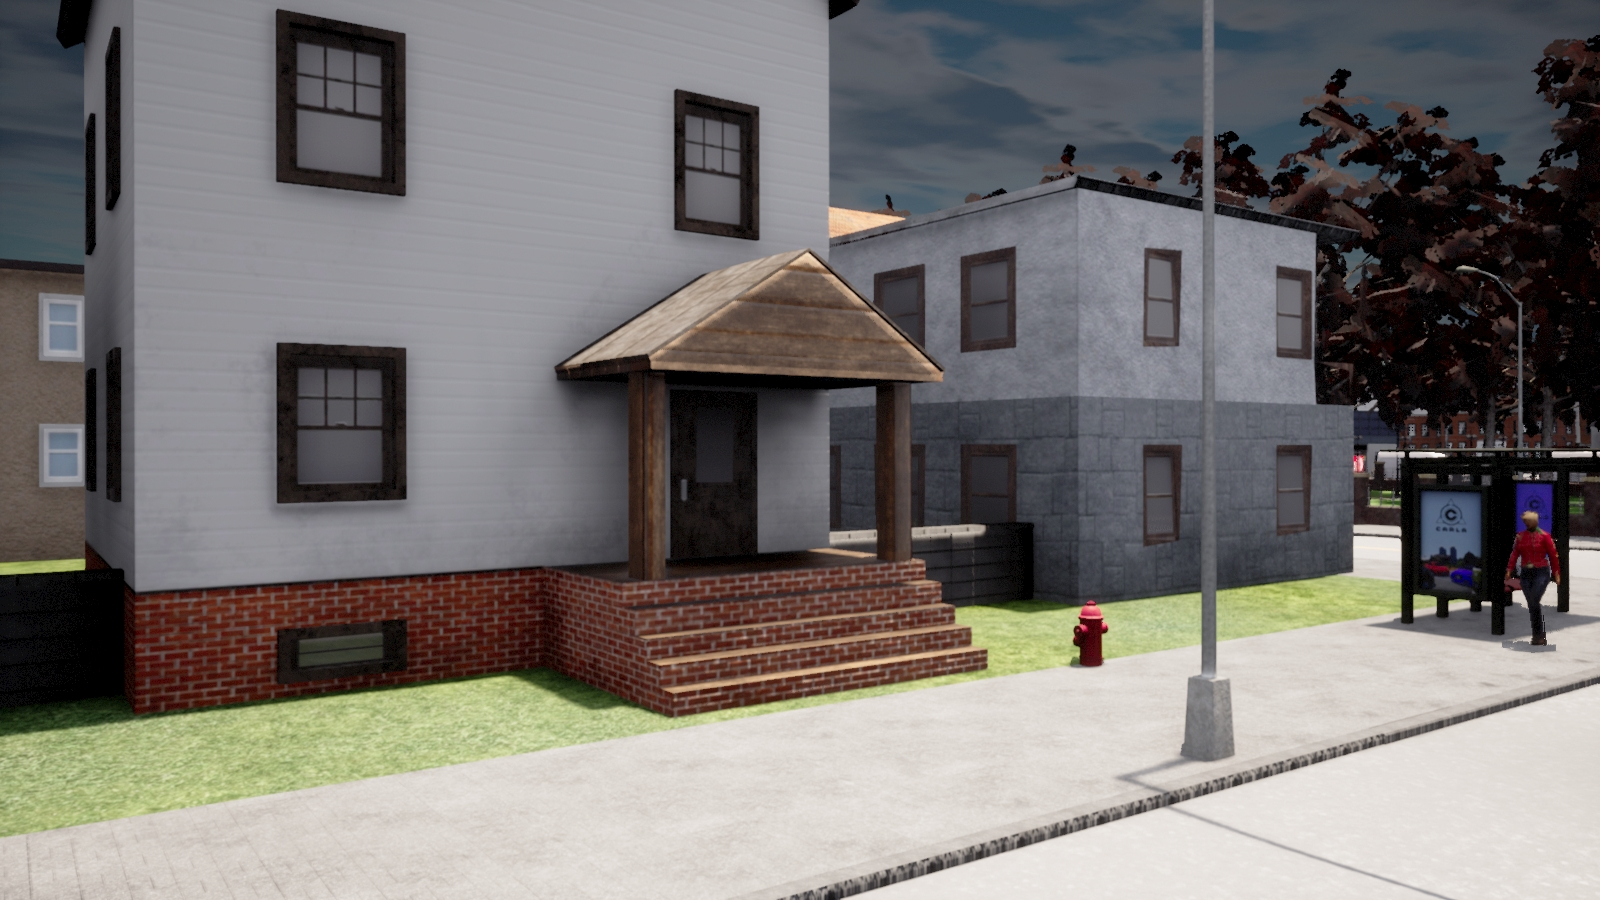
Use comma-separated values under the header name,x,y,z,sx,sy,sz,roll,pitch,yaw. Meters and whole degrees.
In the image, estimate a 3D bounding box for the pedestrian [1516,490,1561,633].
name,x,y,z,sx,sy,sz,roll,pitch,yaw
pedestrian,9.920,1.483,15.345,0.375,1.860,0.375,0,0,-30
